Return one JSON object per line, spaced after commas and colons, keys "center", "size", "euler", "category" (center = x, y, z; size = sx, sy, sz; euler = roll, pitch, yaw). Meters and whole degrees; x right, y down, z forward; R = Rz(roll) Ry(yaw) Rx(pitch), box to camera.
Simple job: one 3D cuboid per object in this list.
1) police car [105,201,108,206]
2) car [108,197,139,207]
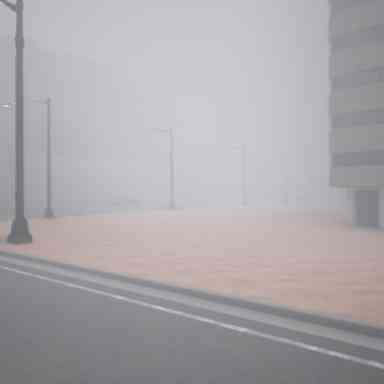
{"center": [-13.217, 1.647, 59.269], "size": [1.930, 1.638, 5.238], "euler": [0, 0, 36], "category": "police car"}
{"center": [-11.217, 1.682, 56.188], "size": [1.882, 1.535, 5.008], "euler": [0, 0, 36], "category": "car"}
